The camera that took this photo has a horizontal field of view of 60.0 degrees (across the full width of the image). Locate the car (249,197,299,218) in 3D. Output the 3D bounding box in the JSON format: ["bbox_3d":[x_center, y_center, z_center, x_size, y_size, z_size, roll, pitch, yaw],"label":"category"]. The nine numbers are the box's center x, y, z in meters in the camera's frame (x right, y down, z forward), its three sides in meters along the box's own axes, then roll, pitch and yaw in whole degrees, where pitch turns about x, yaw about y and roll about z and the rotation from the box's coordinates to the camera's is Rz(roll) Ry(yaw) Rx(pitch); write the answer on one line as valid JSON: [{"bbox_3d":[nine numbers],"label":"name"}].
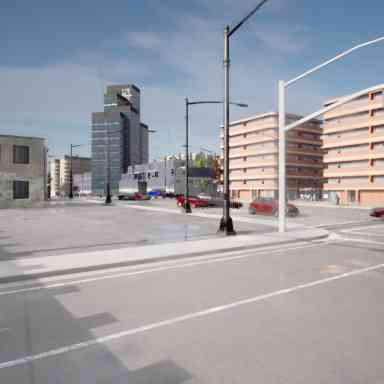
[{"bbox_3d":[7.166,1.231,29.406,2.097,1.767,4.553,0,1,-34],"label":"car"}]

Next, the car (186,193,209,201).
[{"bbox_3d":[1.042,0.959,63.344,1.895,1.301,4.718,0,1,-34],"label":"car"}]

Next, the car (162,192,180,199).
[{"bbox_3d":[-4.592,0.661,71.584,1.994,1.385,4.181,0,1,-34],"label":"car"}]

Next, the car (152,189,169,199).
[{"bbox_3d":[-7.497,0.334,69.631,2.150,2.045,5.566,0,1,-34],"label":"car"}]

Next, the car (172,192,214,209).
[{"bbox_3d":[0.046,1.169,39.815,1.882,1.535,5.008,0,1,-34],"label":"car"}]

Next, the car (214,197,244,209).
[{"bbox_3d":[3.875,1.268,40.424,2.033,1.411,5.357,0,1,-34],"label":"car"}]

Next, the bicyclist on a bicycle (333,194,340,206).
[{"bbox_3d":[20.042,1.094,45.989,1.656,1.620,0.582,0,1,-34],"label":"bicyclist on a bicycle"}]

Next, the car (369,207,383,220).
[{"bbox_3d":[15.761,1.497,23.826,2.033,1.411,5.357,0,0,-43],"label":"car"}]

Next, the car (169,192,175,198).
[{"bbox_3d":[-1.842,0.862,61.459,1.837,1.490,4.892,0,1,-34],"label":"car"}]

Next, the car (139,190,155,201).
[{"bbox_3d":[-9.025,0.840,59.434,1.812,1.442,4.674,0,1,-34],"label":"car"}]

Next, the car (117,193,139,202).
[{"bbox_3d":[-11.113,0.905,56.261,1.994,1.385,4.181,0,1,-34],"label":"car"}]
